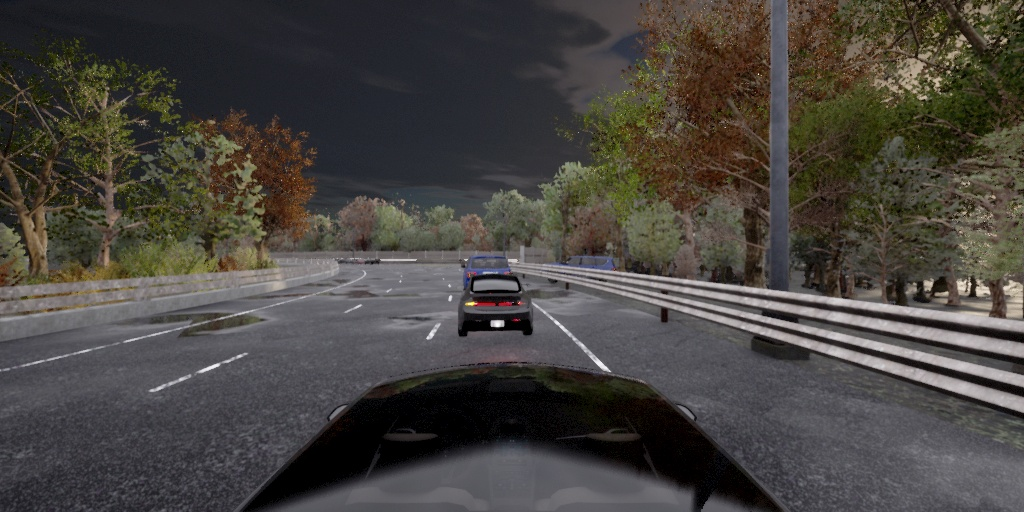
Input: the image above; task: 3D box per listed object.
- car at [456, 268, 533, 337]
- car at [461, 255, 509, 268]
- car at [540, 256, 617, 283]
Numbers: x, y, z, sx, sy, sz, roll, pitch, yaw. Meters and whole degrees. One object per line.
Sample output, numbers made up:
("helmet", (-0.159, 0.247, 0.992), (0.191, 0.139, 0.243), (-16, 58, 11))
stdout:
("car", (-0.540, 1.251, 10.357), (1.837, 1.490, 4.892), (0, 0, -5))
("car", (-1.316, 0.965, 17.839), (2.150, 2.045, 5.566), (0, 0, -9))
("car", (4.848, 0.977, 26.149), (5.566, 2.045, 2.150), (3, 1, 9))
